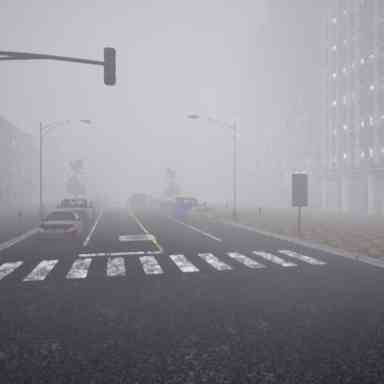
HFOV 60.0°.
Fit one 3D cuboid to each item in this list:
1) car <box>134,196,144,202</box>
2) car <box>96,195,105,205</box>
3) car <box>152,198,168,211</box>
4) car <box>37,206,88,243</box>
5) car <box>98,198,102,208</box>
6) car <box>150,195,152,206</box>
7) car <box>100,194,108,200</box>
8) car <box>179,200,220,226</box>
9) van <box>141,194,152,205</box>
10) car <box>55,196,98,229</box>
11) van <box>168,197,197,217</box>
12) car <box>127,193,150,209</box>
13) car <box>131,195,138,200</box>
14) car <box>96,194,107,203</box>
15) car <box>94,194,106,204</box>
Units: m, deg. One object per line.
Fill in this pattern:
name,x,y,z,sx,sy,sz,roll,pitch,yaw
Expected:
car,-12.250,1.566,77.318,1.947,1.339,4.313,0,0,-13
car,-13.913,1.523,48.207,1.752,1.417,4.829,0,0,-13
car,-3.224,1.550,39.523,2.008,1.369,4.403,0,0,-13
car,-6.216,1.580,15.977,1.802,1.307,4.206,0,0,-13
car,-10.084,1.548,32.175,2.008,1.369,4.403,0,0,-13
car,-5.802,1.565,50.322,1.947,1.339,4.313,0,0,-13
car,-24.268,1.440,91.567,1.967,1.590,4.097,0,0,-13
car,0.606,1.525,23.491,1.752,1.417,4.829,0,0,-13
van,-8.379,1.340,61.120,1.690,1.788,3.998,0,0,-13
car,-7.504,1.313,21.377,2.192,1.841,5.009,0,0,-13
van,-0.643,1.341,28.725,1.690,1.788,3.998,0,0,-13
car,-7.620,1.220,46.785,2.150,2.045,5.566,0,0,-13
car,-16.157,1.527,93.681,1.752,1.417,4.829,0,0,-13
car,-16.532,1.548,59.171,2.008,1.369,4.403,0,0,-13
car,-17.820,1.312,64.570,2.192,1.841,5.009,0,0,-13
